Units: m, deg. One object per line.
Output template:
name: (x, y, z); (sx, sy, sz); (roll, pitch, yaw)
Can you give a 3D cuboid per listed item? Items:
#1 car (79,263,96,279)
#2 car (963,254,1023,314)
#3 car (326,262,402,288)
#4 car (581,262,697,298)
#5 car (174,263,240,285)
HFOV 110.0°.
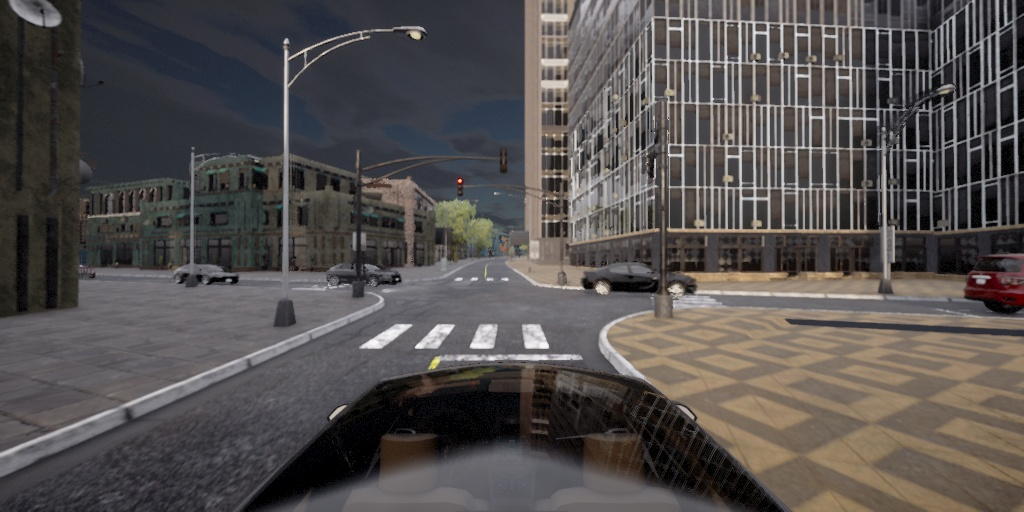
car: (-35.272, 1.168, 28.610); (4.207, 1.307, 1.802); (0, 0, 20)
car: (16.314, 0.848, 9.946); (5.009, 1.841, 2.192); (0, 0, 20)
car: (-9.049, 1.115, 21.923); (4.892, 1.490, 1.837); (0, 0, 20)
car: (5.751, 1.047, 16.601); (5.008, 1.535, 1.882); (0, 0, 20)
car: (-19.618, 1.138, 22.988); (4.313, 1.339, 1.948); (0, 0, 20)
